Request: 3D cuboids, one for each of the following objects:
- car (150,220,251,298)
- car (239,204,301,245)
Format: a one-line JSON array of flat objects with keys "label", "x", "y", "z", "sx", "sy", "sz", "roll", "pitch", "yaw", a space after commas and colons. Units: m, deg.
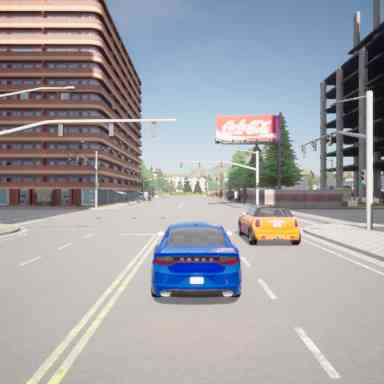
[{"label": "car", "x": 0.085, "y": 1.478, "z": 8.598, "sx": 1.882, "sy": 1.535, "sz": 5.008, "roll": 0, "pitch": 0, "yaw": 0}, {"label": "car", "x": 3.472, "y": 1.352, "z": 15.687, "sx": 2.097, "sy": 1.767, "sz": 4.553, "roll": 0, "pitch": 0, "yaw": 0}]
